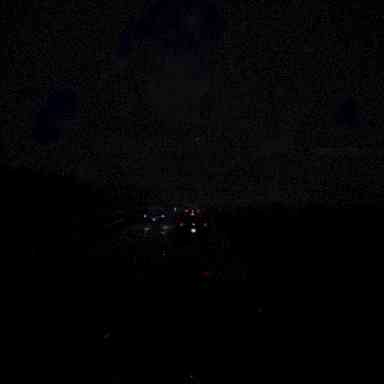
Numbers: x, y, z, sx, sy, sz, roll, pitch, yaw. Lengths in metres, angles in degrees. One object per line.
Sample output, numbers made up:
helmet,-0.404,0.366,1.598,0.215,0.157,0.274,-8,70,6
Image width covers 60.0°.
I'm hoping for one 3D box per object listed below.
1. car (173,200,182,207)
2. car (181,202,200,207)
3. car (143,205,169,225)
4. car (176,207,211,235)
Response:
car,-2.828,2.395,67.829,2.128,1.511,4.902,0,-1,0
car,0.061,2.018,36.425,1.895,1.301,4.718,0,-1,0
car,-2.878,1.828,27.348,1.812,1.442,4.674,0,-1,0
car,0.078,1.816,20.229,1.895,1.301,4.718,0,-1,0
